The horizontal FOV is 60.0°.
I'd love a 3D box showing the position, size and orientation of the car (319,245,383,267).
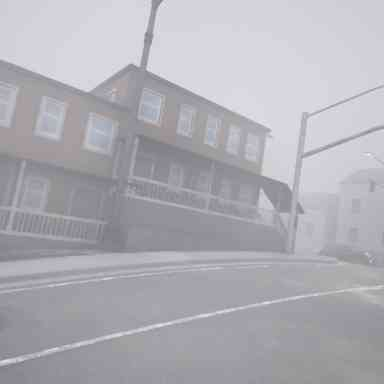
[{"bbox_3d":[12.225,4.920,25.908,2.097,1.767,4.553,13,-15,-34],"label":"car"}]
